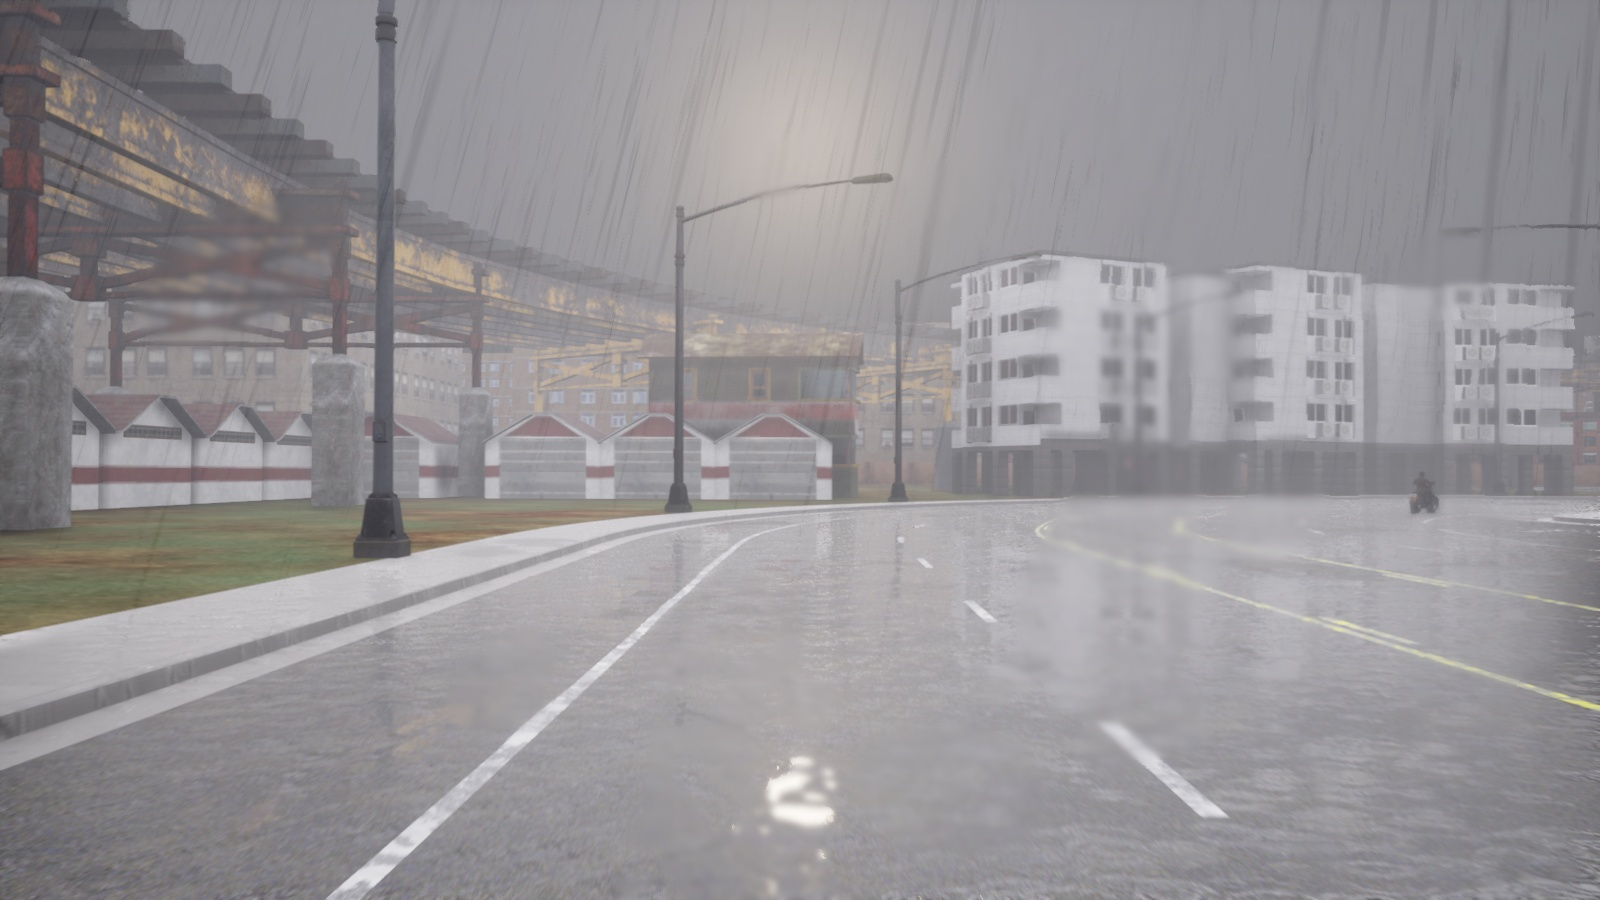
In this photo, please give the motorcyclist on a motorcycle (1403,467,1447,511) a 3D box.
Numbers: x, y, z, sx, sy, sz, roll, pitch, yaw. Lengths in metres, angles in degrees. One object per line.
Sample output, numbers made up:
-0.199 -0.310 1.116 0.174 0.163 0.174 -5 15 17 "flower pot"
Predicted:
23.747 1.462 47.708 2.350 1.649 0.766 1 -1 -44 "motorcyclist on a motorcycle"
